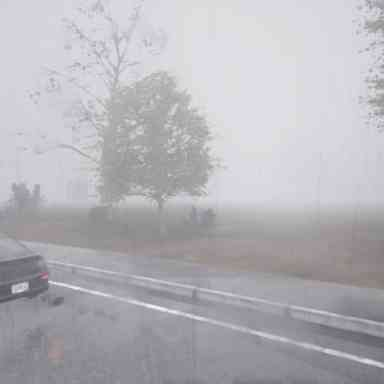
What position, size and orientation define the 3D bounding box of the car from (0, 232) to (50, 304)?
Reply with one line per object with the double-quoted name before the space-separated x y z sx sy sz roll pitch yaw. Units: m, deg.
"car" -4.975 1.521 7.100 4.674 1.442 1.812 0 0 32
